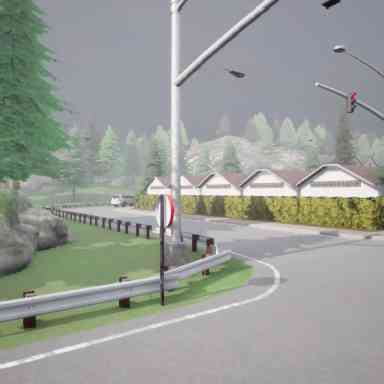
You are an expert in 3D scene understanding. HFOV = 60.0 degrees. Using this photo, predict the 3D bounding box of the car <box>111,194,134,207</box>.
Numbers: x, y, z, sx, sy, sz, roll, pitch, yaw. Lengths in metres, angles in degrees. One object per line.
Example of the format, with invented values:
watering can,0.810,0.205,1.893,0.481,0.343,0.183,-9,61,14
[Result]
car,-10.501,1.398,53.881,2.150,2.045,5.566,0,0,36
